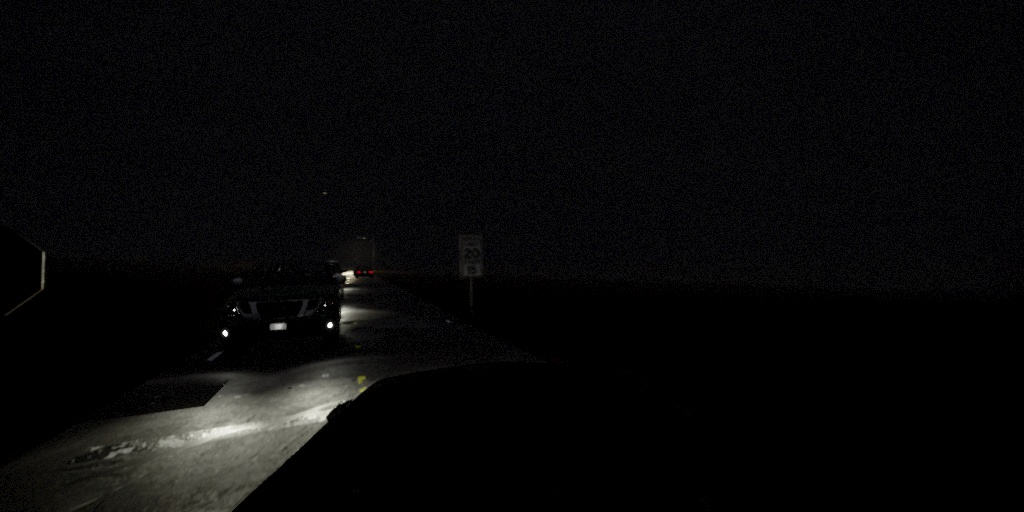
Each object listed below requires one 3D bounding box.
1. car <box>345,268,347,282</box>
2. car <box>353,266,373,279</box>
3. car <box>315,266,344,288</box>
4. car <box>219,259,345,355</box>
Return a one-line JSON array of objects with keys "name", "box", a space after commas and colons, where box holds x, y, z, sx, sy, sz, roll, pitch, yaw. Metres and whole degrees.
[{"name": "car", "box": [-10.104, 1.224, 19.042, 2.150, 2.045, 5.566, 0, -1, -25]}, {"name": "car", "box": [-17.034, 1.866, 41.256, 2.033, 1.411, 5.357, 0, -1, -25]}, {"name": "car", "box": [-14.526, 1.618, 28.729, 1.882, 1.535, 5.008, 0, -1, -25]}, {"name": "car", "box": [-5.820, 1.097, 9.686, 2.150, 2.045, 5.566, 0, -1, -25]}]
